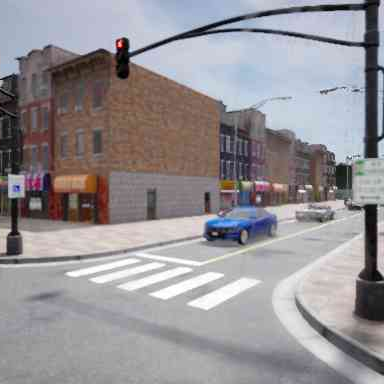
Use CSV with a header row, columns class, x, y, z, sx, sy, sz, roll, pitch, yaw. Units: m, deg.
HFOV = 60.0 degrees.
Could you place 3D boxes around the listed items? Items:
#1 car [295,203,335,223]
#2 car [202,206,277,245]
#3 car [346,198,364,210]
class,x,y,z,sx,sy,sz,roll,pitch,yaw
car,9.645,1.574,25.905,1.895,1.301,4.718,0,0,36
car,2.409,1.463,15.865,1.882,1.535,5.008,0,0,36
car,20.465,1.320,40.810,2.097,1.767,4.553,0,0,36
